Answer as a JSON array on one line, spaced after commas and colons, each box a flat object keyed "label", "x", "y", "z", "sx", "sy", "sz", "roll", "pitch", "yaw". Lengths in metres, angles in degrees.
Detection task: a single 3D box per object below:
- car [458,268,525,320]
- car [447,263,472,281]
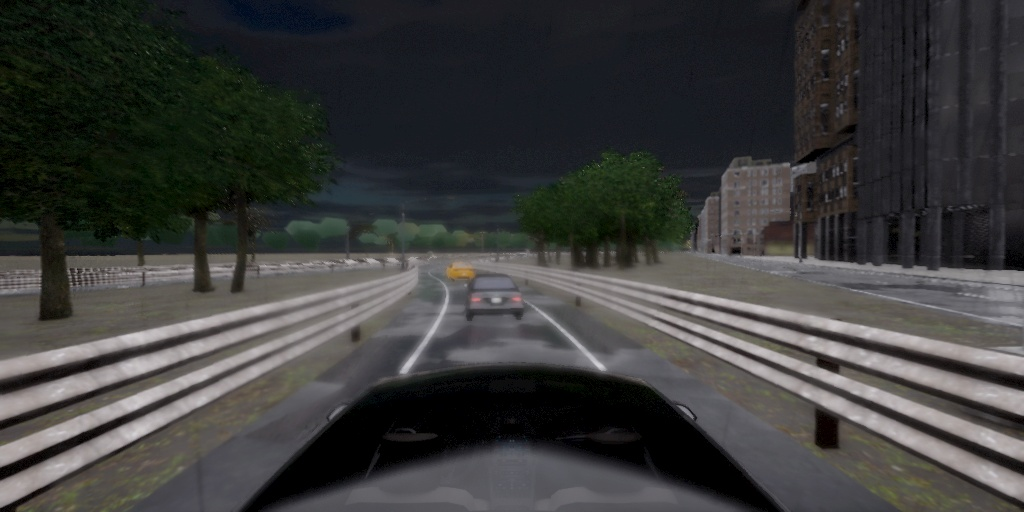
[{"label": "car", "x": -0.721, "y": 1.327, "z": 12.796, "sx": 2.033, "sy": 1.411, "sz": 5.357, "roll": 0, "pitch": 0, "yaw": -6}, {"label": "car", "x": -4.546, "y": 1.311, "z": 31.180, "sx": 1.882, "sy": 1.535, "sz": 5.008, "roll": 0, "pitch": 0, "yaw": -16}]
